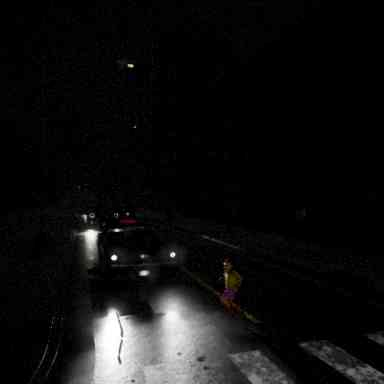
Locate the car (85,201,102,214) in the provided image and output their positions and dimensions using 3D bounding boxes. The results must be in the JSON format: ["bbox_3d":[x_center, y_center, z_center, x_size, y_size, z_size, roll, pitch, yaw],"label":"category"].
[{"bbox_3d":[-12.837,2.019,43.144,1.882,1.535,5.008,1,-1,-18],"label":"car"}]

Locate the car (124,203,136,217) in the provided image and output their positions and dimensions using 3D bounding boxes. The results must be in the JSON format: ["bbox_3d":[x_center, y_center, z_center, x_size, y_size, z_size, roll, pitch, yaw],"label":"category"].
[{"bbox_3d":[-7.086,1.935,34.987,1.837,1.490,4.892,1,-1,-19],"label":"car"}]

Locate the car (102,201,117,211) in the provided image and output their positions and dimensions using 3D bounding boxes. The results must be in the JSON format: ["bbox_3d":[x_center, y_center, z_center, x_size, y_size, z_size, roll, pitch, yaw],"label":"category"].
[{"bbox_3d":[-13.148,2.222,53.010,1.882,1.535,5.008,1,-1,-19],"label":"car"}]

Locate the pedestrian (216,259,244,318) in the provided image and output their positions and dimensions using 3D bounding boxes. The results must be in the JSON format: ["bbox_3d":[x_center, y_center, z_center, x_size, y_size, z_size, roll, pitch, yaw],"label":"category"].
[{"bbox_3d":[0.732,1.715,6.003,0.500,1.100,0.500,0,0,-19],"label":"pedestrian"}]

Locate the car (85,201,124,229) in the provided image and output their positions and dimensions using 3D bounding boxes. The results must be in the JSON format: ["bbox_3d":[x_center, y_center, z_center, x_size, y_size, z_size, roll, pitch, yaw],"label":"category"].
[{"bbox_3d":[-6.457,1.592,23.853,2.097,1.767,4.553,1,-1,-20],"label":"car"}]

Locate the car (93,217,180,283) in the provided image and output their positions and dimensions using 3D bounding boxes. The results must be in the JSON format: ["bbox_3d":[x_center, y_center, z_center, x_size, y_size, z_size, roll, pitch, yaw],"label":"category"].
[{"bbox_3d":[-1.842,1.670,10.153,1.895,1.301,4.718,1,-1,-18],"label":"car"}]
